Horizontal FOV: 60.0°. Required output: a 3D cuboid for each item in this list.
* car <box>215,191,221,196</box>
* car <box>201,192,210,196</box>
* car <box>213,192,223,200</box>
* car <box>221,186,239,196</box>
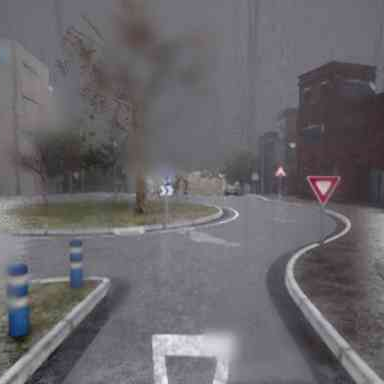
[{"bbox_3d":[5.839,0.476,60.953,2.033,1.411,5.357,0,-2,2],"label":"car"},{"bbox_3d":[2.809,0.733,68.483,1.812,1.442,4.674,0,-2,2],"label":"car"},{"bbox_3d":[6.501,1.003,83.810,2.097,1.767,4.553,0,-2,2],"label":"car"},{"bbox_3d":[5.421,-0.143,46.400,1.812,1.442,4.674,0,0,2],"label":"car"}]
